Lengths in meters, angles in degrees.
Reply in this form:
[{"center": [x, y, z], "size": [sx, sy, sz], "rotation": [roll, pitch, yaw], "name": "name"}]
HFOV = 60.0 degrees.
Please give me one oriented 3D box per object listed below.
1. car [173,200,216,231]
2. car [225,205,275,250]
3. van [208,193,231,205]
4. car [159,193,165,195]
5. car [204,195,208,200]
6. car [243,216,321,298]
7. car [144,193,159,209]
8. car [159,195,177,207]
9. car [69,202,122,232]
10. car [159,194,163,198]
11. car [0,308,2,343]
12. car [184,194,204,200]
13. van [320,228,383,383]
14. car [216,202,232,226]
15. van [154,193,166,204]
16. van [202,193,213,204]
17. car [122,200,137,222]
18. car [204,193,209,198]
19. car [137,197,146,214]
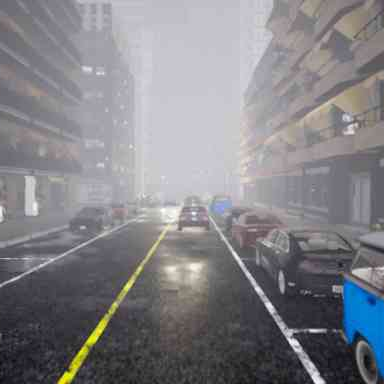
[{"center": [0.110, 1.456, 20.048], "size": [2.033, 1.411, 5.357], "rotation": [0, 0, 0], "name": "car"}, {"center": [2.687, 1.481, 13.840], "size": [1.887, 1.381, 4.507], "rotation": [-1, 0, 0], "name": "car"}, {"center": [2.693, 1.202, 30.645], "size": [1.690, 1.788, 3.998], "rotation": [-1, 0, 0], "name": "van"}, {"center": [-5.672, 1.314, 53.087], "size": [2.008, 1.369, 4.403], "rotation": [-1, 0, 0], "name": "car"}, {"center": [2.699, 1.387, 36.248], "size": [2.008, 1.369, 4.403], "rotation": [-1, 0, 0], "name": "car"}, {"center": [2.685, 1.513, 8.238], "size": [2.008, 1.369, 4.403], "rotation": [-1, 0, 0], "name": "car"}, {"center": [-5.680, 1.252, 41.883], "size": [1.967, 1.590, 4.097], "rotation": [-1, 0, 0], "name": "car"}, {"center": [-2.975, 1.461, 45.680], "size": [1.895, 1.301, 4.718], "rotation": [0, 0, 0], "name": "car"}, {"center": [-5.690, 1.477, 19.475], "size": [1.947, 1.339, 4.313], "rotation": [-1, 0, 0], "name": "car"}, {"center": [-5.675, 1.353, 47.484], "size": [1.947, 1.339, 4.313], "rotation": [-1, 0, 0], "name": "car"}, {"center": [-3.098, 1.483, 1.824], "size": [2.128, 1.511, 4.902], "rotation": [0, 0, 0], "name": "car"}, {"center": [0.119, 1.166, 41.181], "size": [2.097, 1.767, 4.553], "rotation": [0, 0, 0], "name": "car"}, {"center": [2.678, 1.329, 2.635], "size": [1.690, 1.788, 3.998], "rotation": [-1, 0, 0], "name": "van"}, {"center": [2.690, 1.477, 19.442], "size": [1.947, 1.339, 4.313], "rotation": [-1, 0, 0], "name": "car"}, {"center": [-5.672, 1.080, 58.687], "size": [1.690, 1.788, 3.998], "rotation": [-1, 0, 0], "name": "van"}, {"center": [2.708, 1.080, 58.654], "size": [1.690, 1.788, 3.998], "rotation": [-1, 0, 0], "name": "van"}, {"center": [-5.688, 1.431, 25.077], "size": [1.887, 1.381, 4.507], "rotation": [-1, 0, 0], "name": "car"}, {"center": [2.708, 1.288, 53.223], "size": [1.752, 1.417, 4.829], "rotation": [-1, 0, 0], "name": "car"}, {"center": [-5.684, 1.443, 30.679], "size": [1.802, 1.307, 4.206], "rotation": [-1, 0, 0], "name": "car"}]
